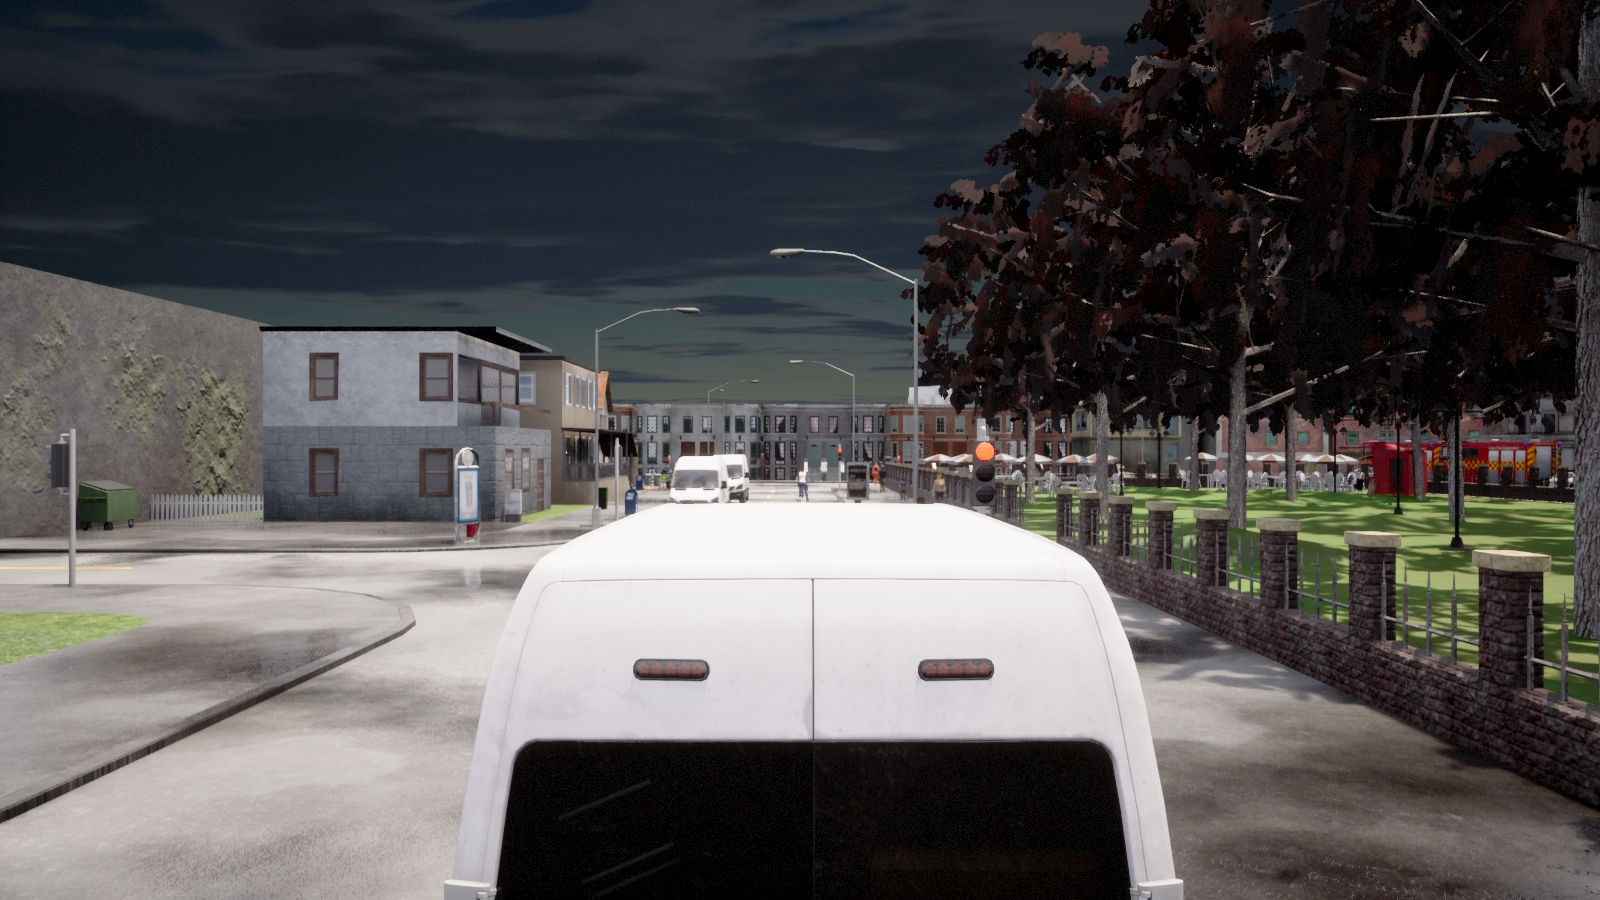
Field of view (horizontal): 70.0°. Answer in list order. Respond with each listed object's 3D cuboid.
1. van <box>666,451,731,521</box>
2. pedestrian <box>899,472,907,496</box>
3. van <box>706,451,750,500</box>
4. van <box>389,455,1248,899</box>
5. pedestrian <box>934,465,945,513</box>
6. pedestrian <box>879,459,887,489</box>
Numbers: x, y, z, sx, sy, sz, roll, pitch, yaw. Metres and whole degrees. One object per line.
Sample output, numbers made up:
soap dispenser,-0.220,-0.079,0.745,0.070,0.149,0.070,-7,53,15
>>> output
van,-3.891,1.315,44.676,1.988,2.561,5.915,0,0,0
pedestrian,5.495,1.804,61.010,0.375,1.300,0.375,0,0,0
van,-3.830,1.315,61.583,1.988,2.561,5.915,0,0,0
van,0.036,1.314,5.605,1.988,2.561,5.915,0,0,0
pedestrian,5.435,1.525,44.409,0.375,1.860,0.375,0,0,-2
pedestrian,5.180,1.525,71.451,0.375,1.860,0.375,0,0,-11
